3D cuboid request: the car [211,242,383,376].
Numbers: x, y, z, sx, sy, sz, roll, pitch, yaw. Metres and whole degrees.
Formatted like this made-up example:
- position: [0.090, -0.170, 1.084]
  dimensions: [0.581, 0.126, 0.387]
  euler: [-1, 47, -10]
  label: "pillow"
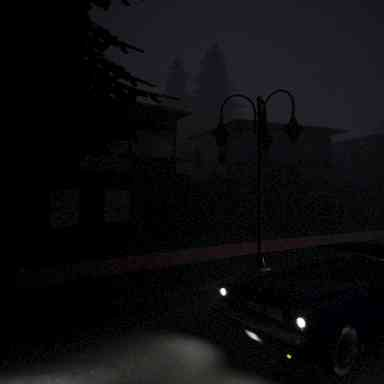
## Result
- position: [2.660, 1.603, 5.646]
  dimensions: [4.718, 1.301, 1.895]
  euler: [0, 0, -33]
  label: "car"
